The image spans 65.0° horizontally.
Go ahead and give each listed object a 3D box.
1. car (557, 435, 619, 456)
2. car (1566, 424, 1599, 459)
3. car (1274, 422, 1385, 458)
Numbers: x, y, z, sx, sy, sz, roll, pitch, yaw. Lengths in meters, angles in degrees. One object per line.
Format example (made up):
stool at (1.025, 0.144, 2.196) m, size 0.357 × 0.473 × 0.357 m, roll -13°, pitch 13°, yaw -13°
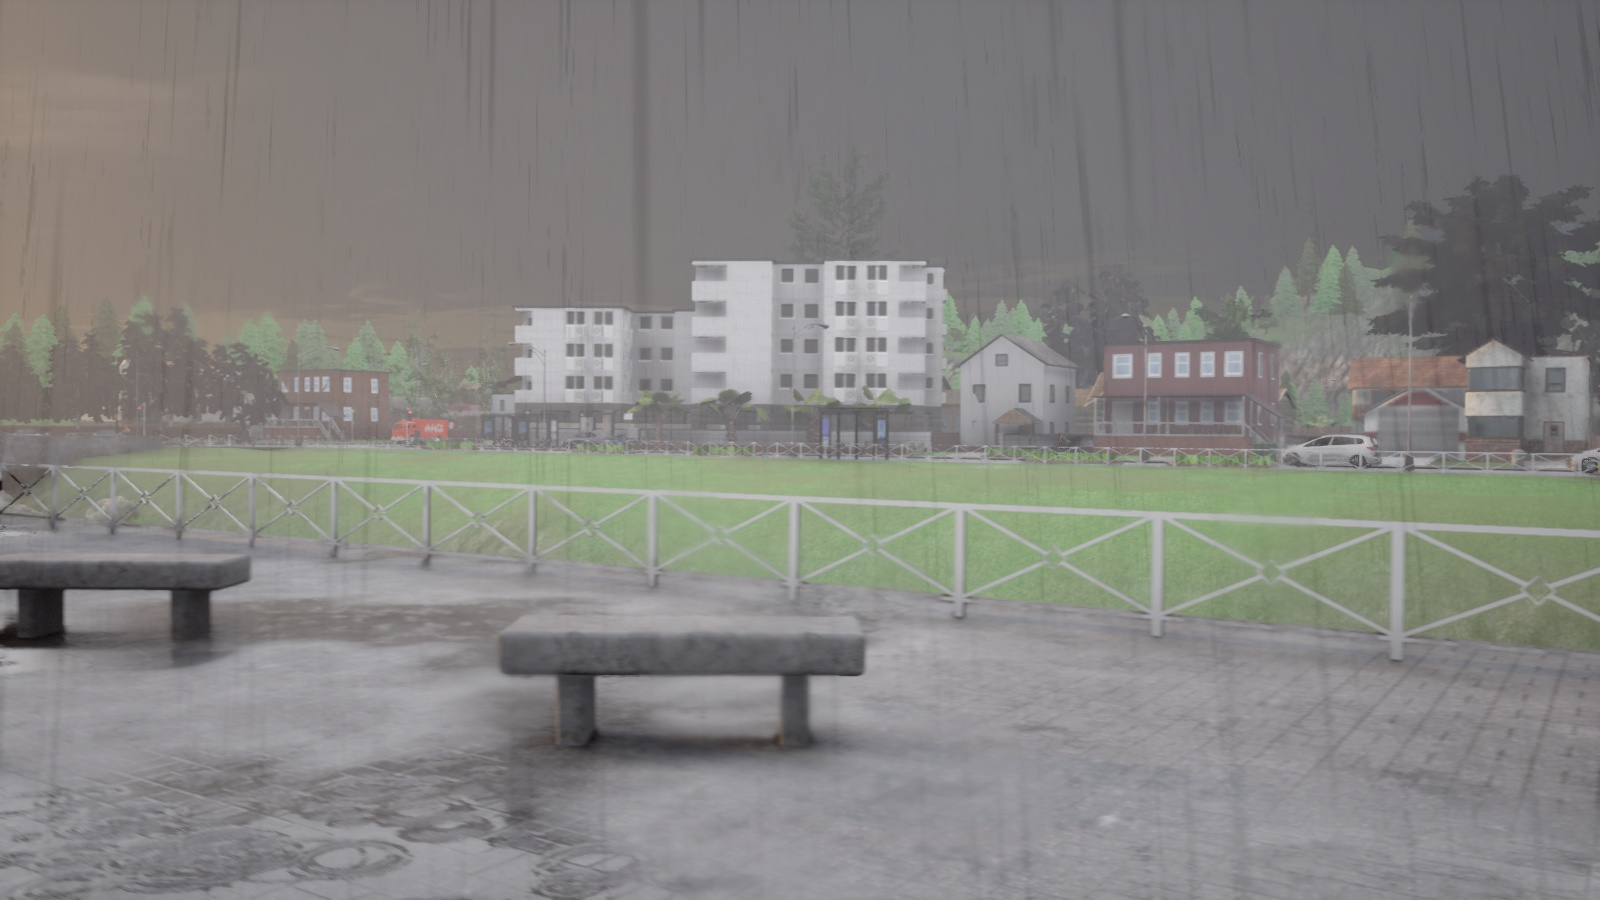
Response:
car at (-14.898, -0.324, 88.198) m, size 4.193 × 1.474 × 1.816 m, roll 0°, pitch 1°, yaw 34°
car at (35.889, -0.390, 54.440) m, size 4.514 × 1.525 × 2.007 m, roll 0°, pitch 1°, yaw 34°
car at (25.770, -0.493, 61.163) m, size 4.611 × 1.667 × 2.242 m, roll 0°, pitch 1°, yaw 34°
